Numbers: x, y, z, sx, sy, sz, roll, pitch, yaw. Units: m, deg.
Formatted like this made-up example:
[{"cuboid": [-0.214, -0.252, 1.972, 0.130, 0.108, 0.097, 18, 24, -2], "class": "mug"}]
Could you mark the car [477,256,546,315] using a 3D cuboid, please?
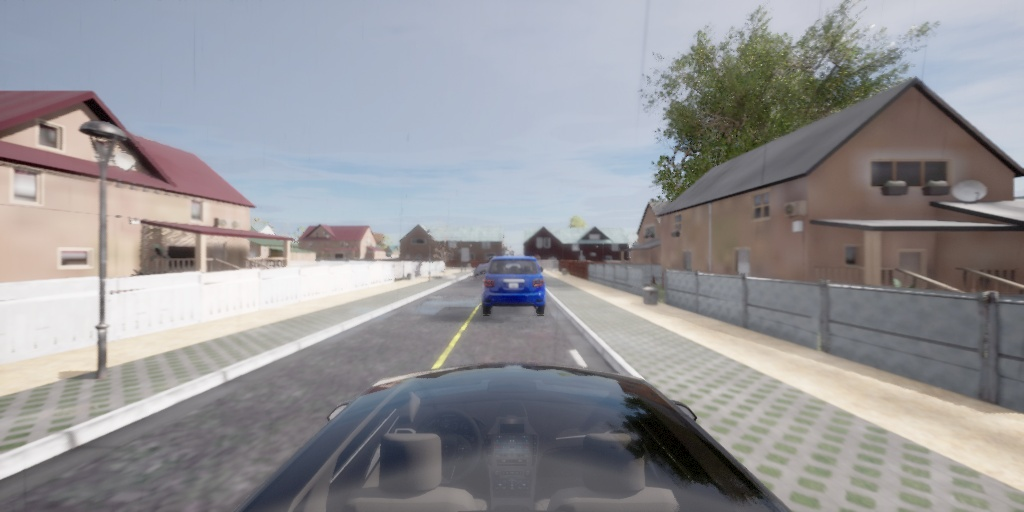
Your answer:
[{"cuboid": [0.069, 1.026, 13.909, 2.150, 2.045, 5.566, 0, 0, 0], "class": "car"}]

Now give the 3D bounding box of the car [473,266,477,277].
[{"cuboid": [-2.812, 1.467, 37.002, 1.994, 1.385, 4.181, 0, 0, 0], "class": "car"}]
